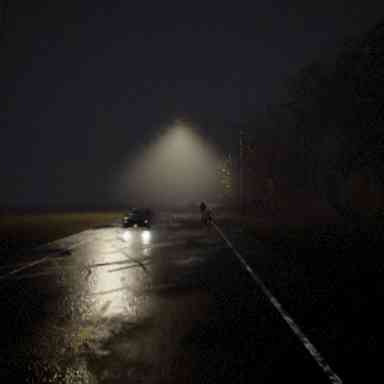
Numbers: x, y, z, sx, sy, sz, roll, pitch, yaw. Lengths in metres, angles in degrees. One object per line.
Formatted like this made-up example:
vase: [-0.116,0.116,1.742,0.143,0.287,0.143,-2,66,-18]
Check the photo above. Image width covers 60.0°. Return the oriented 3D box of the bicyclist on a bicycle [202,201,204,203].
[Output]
bicyclist on a bicycle: [0.964,1.699,30.138,0.659,1.776,1.843,0,0,0]

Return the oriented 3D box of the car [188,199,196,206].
car: [0.003,2.325,73.573,1.812,1.442,4.674,0,-1,0]

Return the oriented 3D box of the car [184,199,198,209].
car: [0.098,2.179,56.605,1.994,1.385,4.181,0,-1,0]

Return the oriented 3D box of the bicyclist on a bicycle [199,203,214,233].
bicyclist on a bicycle: [0.995,1.662,20.613,0.866,1.612,1.509,0,-1,0]

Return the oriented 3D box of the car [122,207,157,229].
car: [-3.600,1.808,23.838,2.033,1.411,5.357,0,-1,0]
